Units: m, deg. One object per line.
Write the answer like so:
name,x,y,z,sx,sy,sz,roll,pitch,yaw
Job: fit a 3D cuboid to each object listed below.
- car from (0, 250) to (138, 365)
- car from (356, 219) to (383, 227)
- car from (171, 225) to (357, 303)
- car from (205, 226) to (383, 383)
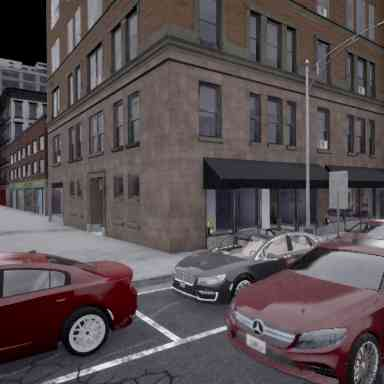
car,-2.950,1.545,4.438,4.507,1.381,1.887,0,-1,-36
car,6.133,1.581,10.931,4.206,1.307,1.802,0,-1,-36
car,1.591,1.550,7.684,4.403,1.369,2.008,0,-1,-36
car,2.647,1.525,5.265,4.674,1.442,1.812,0,0,-35
